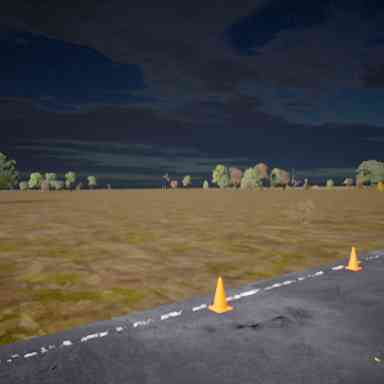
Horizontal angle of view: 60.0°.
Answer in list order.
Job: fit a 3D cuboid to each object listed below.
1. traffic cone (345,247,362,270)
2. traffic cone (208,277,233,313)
[{"bbox_3d":[4.490,1.833,9.244,0.340,0.580,0.340,-1,1,-38],"label":"traffic cone"},{"bbox_3d":[0.536,1.901,6.261,0.340,0.580,0.340,-1,1,-37],"label":"traffic cone"}]
